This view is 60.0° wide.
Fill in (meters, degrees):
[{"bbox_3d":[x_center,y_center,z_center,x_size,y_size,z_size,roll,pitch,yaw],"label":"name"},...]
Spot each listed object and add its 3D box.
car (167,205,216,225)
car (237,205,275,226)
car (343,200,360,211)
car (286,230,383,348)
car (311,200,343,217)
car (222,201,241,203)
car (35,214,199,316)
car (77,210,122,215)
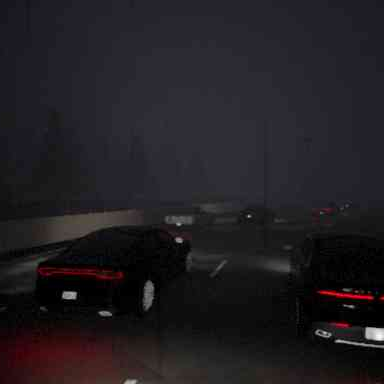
[{"bbox_3d":[0.061,1.701,22.707,1.895,1.301,4.718,-1,0,23],"label":"car"},{"bbox_3d":[4.760,1.629,24.460,1.994,1.385,4.181,-1,0,25],"label":"car"},{"bbox_3d":[18.815,1.610,40.324,1.895,1.301,4.718,-1,0,40],"label":"car"},{"bbox_3d":[2.907,1.508,6.441,1.837,1.490,4.892,-1,0,14],"label":"car"},{"bbox_3d":[12.969,1.626,32.114,1.895,1.301,4.718,-1,0,33],"label":"car"},{"bbox_3d":[6.624,1.550,58.521,2.097,1.767,4.553,-1,0,42],"label":"car"},{"bbox_3d":[-1.382,1.525,7.786,1.882,1.535,5.008,-1,0,14],"label":"car"},{"bbox_3d":[-8.105,1.756,30.574,2.033,1.411,5.357,-1,0,26],"label":"car"}]
